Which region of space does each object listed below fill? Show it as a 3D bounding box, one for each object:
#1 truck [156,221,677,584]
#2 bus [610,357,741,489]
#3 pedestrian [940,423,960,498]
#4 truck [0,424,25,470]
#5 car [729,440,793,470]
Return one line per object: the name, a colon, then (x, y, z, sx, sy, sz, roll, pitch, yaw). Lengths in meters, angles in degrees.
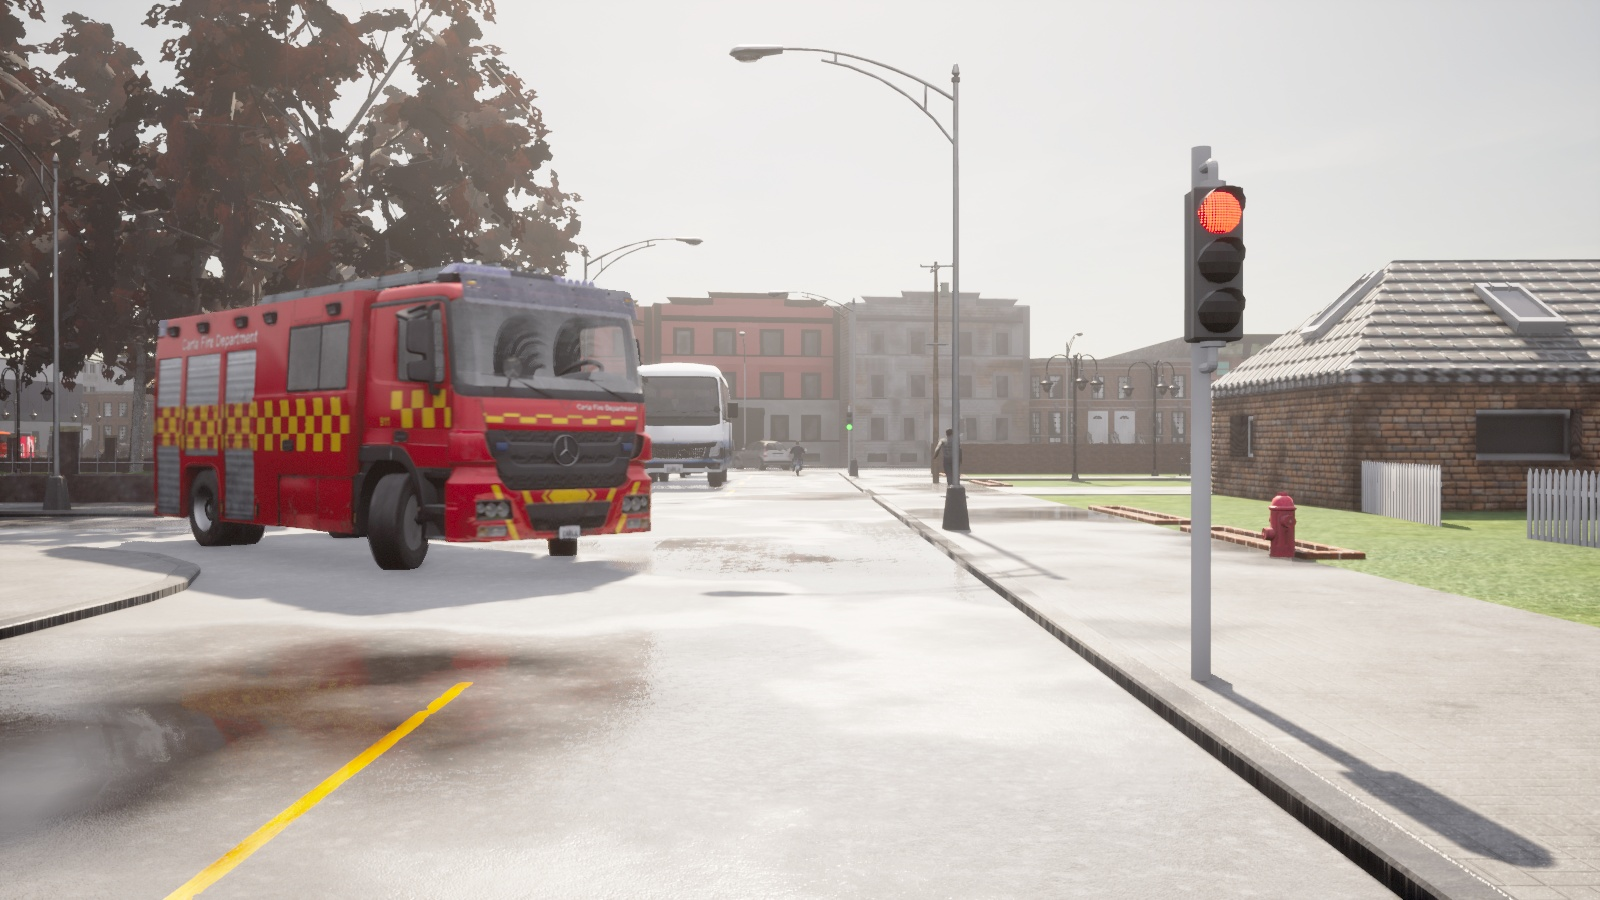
truck: (-5.613, -0.520, 17.169, 8.468, 3.827, 2.891, 0, 0, 42)
bus: (-4.227, -0.889, 45.382, 3.944, 4.253, 10.273, 0, 0, -1)
pedestrian: (3.948, 0.268, 33.154, 0.423, 1.949, 0.788, 0, 0, -1)
truck: (-45.833, -0.162, 68.737, 5.204, 2.467, 2.627, 0, 0, 0)
car: (-2.181, 0.254, 68.933, 1.851, 1.617, 3.988, 0, 0, -30)
